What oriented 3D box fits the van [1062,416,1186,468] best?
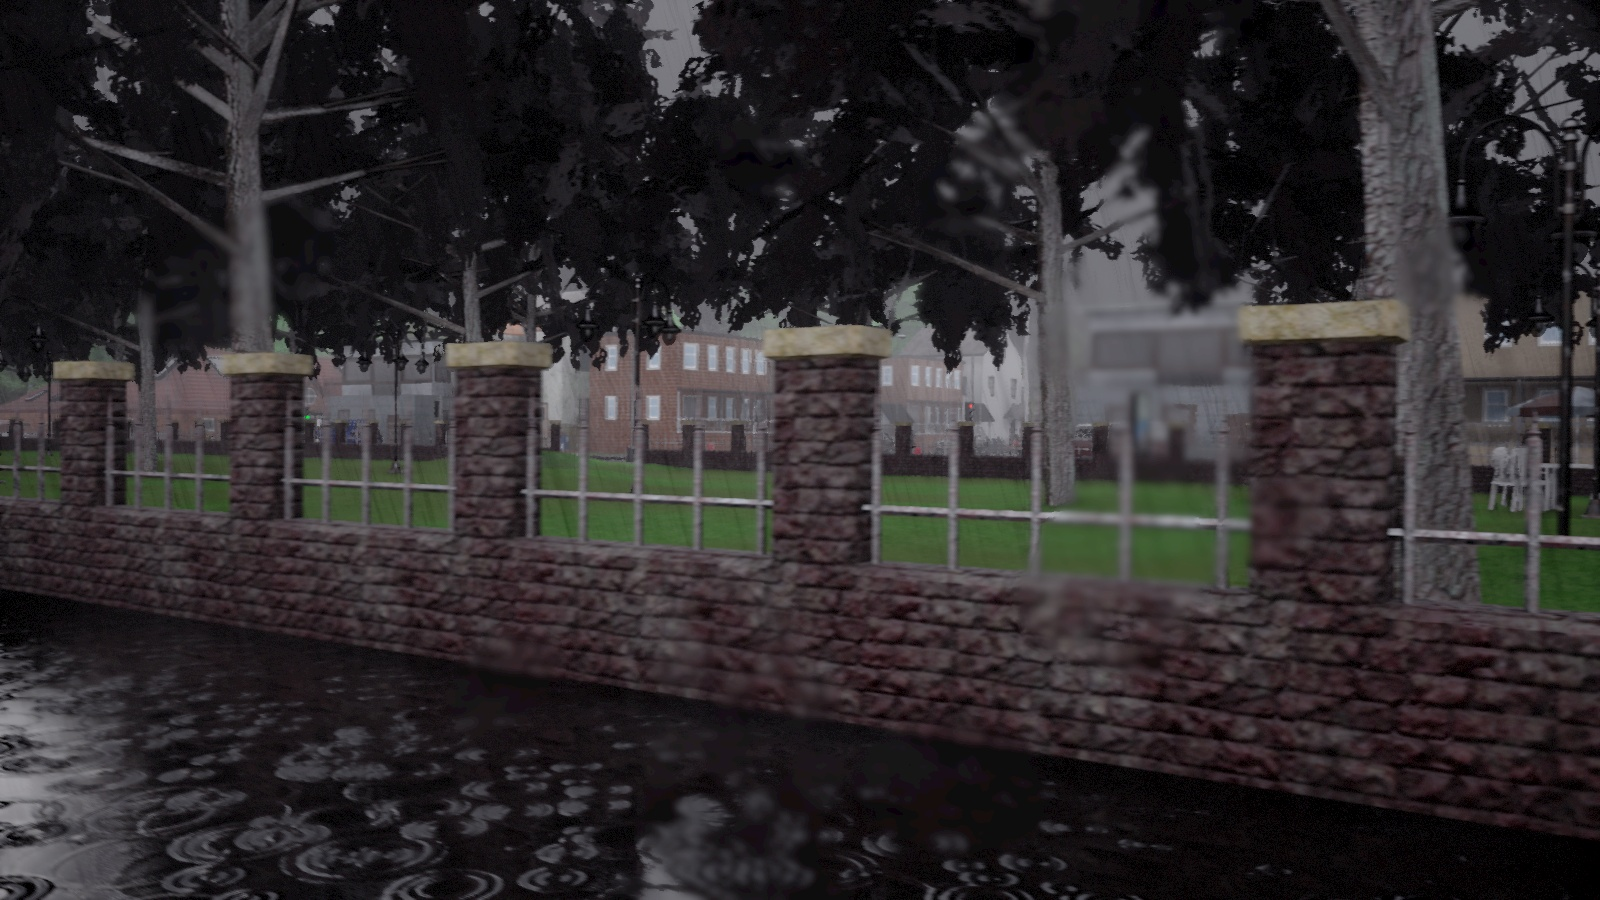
[{"bbox_3d":[12.874,-0.315,50.017,4.442,1.987,1.775,0,1,34],"label":"van"}]

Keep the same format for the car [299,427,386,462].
[{"bbox_3d":[-28.235,-0.351,77.421,5.566,2.045,2.150,0,1,34],"label":"car"}]

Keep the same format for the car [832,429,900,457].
[{"bbox_3d":[4.145,-0.448,78.561,2.033,1.649,4.856,0,1,34],"label":"car"}]

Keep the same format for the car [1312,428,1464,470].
[{"bbox_3d":[20.888,-0.042,44.686,4.674,1.442,1.812,0,1,34],"label":"car"}]

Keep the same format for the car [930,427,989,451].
[{"bbox_3d":[11.427,-0.815,89.471,2.152,1.651,5.027,0,1,34],"label":"car"}]
